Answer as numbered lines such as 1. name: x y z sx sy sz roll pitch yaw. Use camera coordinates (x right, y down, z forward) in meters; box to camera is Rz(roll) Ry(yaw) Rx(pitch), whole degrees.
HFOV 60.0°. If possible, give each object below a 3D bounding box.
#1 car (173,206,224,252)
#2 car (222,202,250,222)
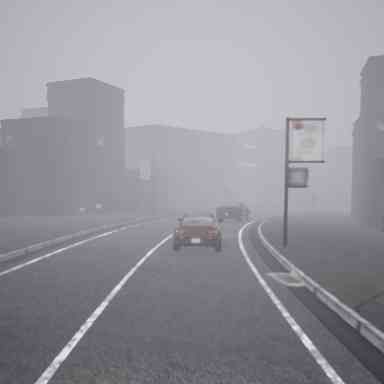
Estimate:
1. car: 0.342 1.557 14.047 1.812 1.442 4.674 0 0 5
2. car: 3.591 1.593 28.186 1.882 1.535 5.008 2 0 21
